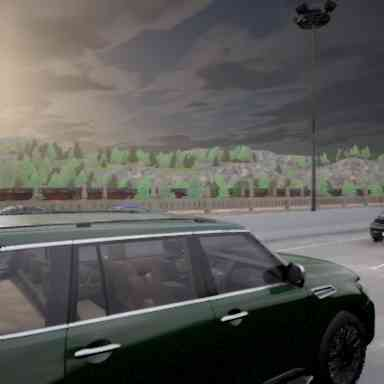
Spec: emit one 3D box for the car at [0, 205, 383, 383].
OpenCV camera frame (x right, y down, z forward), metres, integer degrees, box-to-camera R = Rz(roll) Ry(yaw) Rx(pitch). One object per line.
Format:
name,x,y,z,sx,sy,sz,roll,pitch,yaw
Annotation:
car,-0.341,1.222,3.503,5.566,2.045,2.150,0,0,-35

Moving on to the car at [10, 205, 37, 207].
car,-9.711,1.506,18.558,4.892,1.490,1.837,0,0,-35

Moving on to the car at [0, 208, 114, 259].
car,-5.730,1.478,12.800,5.008,1.535,1.882,0,0,-35

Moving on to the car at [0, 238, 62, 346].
car,-4.578,1.601,4.782,4.718,1.301,1.895,0,0,-35

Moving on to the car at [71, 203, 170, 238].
car,-3.849,1.479,18.438,5.008,1.535,1.882,0,0,-35
